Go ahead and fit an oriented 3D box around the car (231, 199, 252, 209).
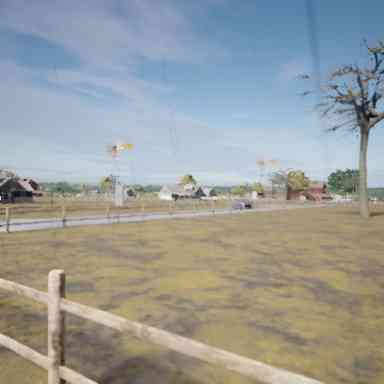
[{"bbox_3d":[8.041,1.870,54.215,2.097,1.767,4.553,2,0,36],"label":"car"}]
